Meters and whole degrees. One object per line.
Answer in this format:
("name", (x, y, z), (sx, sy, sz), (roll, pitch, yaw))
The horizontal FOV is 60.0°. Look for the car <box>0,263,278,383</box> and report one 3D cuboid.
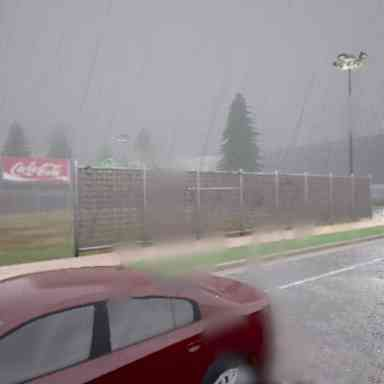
("car", (-1.361, 1.523, 2.991), (5.008, 1.535, 1.882), (0, -1, -37))
